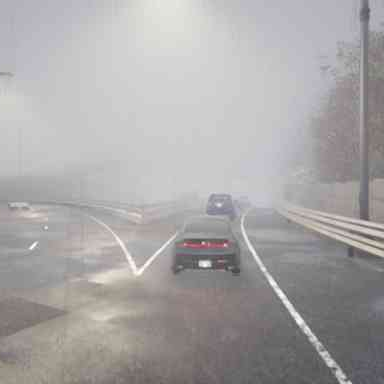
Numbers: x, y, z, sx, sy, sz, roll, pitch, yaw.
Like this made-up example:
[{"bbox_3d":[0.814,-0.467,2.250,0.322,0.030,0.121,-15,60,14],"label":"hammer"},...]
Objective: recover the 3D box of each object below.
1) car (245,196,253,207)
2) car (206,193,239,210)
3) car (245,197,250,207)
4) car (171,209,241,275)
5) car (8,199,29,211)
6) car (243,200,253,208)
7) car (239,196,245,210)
[{"bbox_3d":[9.883,1.814,62.883,2.150,2.045,5.566,0,-3,13],"label":"car"},{"bbox_3d":[2.451,1.170,27.041,2.150,2.045,5.566,0,-1,10],"label":"car"},{"bbox_3d":[8.092,1.851,54.743,1.895,1.301,4.718,0,-2,12],"label":"car"},{"bbox_3d":[0.463,1.487,10.421,1.837,1.490,4.892,0,0,3],"label":"car"},{"bbox_3d":[-20.510,1.490,39.149,1.895,1.301,4.718,0,0,-32],"label":"car"},{"bbox_3d":[12.272,2.646,72.943,1.812,1.442,4.674,0,-4,14],"label":"car"},{"bbox_3d":[5.422,1.503,42.364,1.812,1.442,4.674,0,0,12],"label":"car"}]
